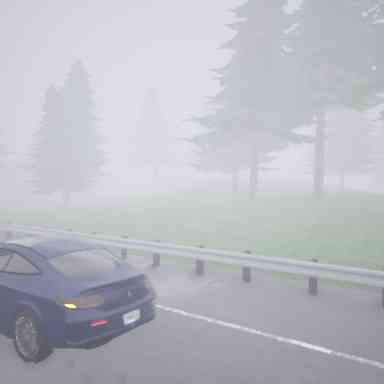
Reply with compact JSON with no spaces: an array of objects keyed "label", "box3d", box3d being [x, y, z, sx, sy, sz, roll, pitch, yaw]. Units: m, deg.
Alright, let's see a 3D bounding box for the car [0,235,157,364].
[{"label":"car","box3d":[-2.709,1.499,5.771,4.674,1.442,1.812,0,0,34]}]
